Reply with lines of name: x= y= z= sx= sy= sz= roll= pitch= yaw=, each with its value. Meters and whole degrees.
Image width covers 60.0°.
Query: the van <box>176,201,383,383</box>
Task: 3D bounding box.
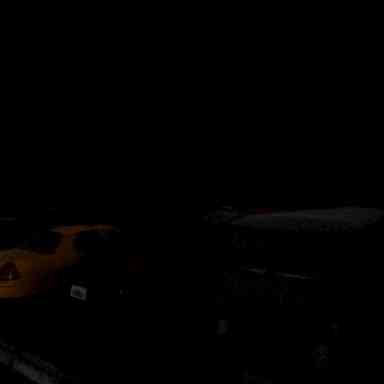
van: x=1.905 y=1.247 z=4.992 sx=1.878 sy=1.987 sz=4.442 roll=0 pitch=0 yaw=35

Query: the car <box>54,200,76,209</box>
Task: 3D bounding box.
car: x=-8.806 y=1.530 z=28.809 sx=2.097 sy=1.535 sz=5.008 roll=0 pitch=0 yaw=35

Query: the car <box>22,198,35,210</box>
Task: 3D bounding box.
car: x=-13.342 y=1.593 z=32.044 sx=2.002 sy=1.452 sz=4.674 roll=0 pitch=0 yaw=35

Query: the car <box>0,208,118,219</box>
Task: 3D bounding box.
car: x=-4.879 y=1.482 z=9.958 sx=2.097 sy=1.535 sz=5.008 roll=0 pitch=0 yaw=35

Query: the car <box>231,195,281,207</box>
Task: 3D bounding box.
car: x=4.791 y=1.228 z=19.100 sx=2.435 sy=2.045 sz=5.566 roll=0 pitch=0 yaw=35

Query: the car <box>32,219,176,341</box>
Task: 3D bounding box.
car: x=-0.294 y=1.505 z=6.737 sx=2.163 sy=1.488 sz=4.792 roll=0 pitch=0 yaw=35

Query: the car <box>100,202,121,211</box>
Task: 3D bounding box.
car: x=-4.248 y=1.537 z=25.607 sx=2.163 sy=1.488 sz=4.792 roll=0 pitch=0 yaw=35

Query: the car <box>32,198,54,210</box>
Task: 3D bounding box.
car: x=-11.180 y=1.539 z=30.279 sx=1.946 sy=1.575 sz=5.366 roll=0 pitch=0 yaw=35

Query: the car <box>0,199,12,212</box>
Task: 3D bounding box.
car: x=-24.671 y=1.667 z=40.133 sx=2.002 sy=1.452 sz=4.674 roll=-1 pitch=0 yaw=36

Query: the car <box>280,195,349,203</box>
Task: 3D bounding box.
car: x=6.960 y=1.225 z=17.557 sx=2.435 sy=2.045 sz=5.566 roll=0 pitch=0 yaw=35

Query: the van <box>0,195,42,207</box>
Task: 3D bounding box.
van: x=-17.811 y=1.350 z=35.375 sx=1.878 sy=1.987 sz=4.442 roll=0 pitch=0 yaw=36

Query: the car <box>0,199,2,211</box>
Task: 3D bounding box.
car: x=-26.937 y=1.650 z=41.755 sx=2.097 sy=1.535 sz=5.008 roll=-1 pitch=0 yaw=36

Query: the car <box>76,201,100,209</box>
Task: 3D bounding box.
car: x=-6.551 y=1.548 z=27.174 sx=2.163 sy=1.488 sz=4.792 roll=0 pitch=0 yaw=35

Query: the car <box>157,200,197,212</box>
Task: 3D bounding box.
car: x=0.269 y=1.490 z=22.349 sx=2.097 sy=1.535 sz=5.008 roll=0 pitch=0 yaw=35

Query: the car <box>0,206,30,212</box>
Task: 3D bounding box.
car: x=-9.461 y=1.526 z=13.191 sx=2.163 sy=1.488 sz=4.792 roll=0 pitch=0 yaw=35

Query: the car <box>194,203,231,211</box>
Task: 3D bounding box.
car: x=2.439 y=1.524 z=20.808 sx=2.002 sy=1.452 sz=4.674 roll=0 pitch=0 yaw=35

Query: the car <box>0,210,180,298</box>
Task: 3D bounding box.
car: x=-2.487 y=1.475 z=8.490 sx=1.946 sy=1.575 sz=5.366 roll=0 pitch=0 yaw=35

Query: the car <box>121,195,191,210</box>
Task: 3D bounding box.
car: x=-2.015 y=1.246 z=23.947 sx=2.435 sy=2.045 sz=5.566 roll=0 pitch=0 yaw=35
